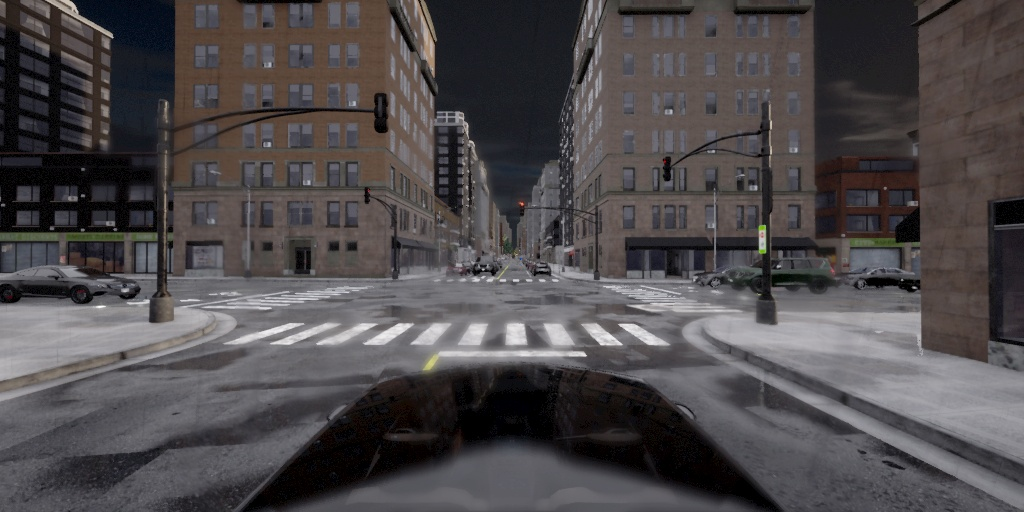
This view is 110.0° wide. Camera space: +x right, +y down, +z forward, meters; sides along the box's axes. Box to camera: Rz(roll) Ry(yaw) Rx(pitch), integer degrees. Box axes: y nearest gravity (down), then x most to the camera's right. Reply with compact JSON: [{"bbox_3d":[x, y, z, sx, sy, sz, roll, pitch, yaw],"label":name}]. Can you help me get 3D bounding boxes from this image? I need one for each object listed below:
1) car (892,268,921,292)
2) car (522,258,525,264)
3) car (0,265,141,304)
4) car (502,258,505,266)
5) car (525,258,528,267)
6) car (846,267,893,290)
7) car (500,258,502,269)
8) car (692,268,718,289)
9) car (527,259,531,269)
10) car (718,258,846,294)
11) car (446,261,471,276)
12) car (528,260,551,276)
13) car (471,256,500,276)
[{"bbox_3d":[25.716,1.551,20.933,4.718,1.301,1.895,0,-1,0],"label":"car"},{"bbox_3d":[3.303,1.316,63.870,1.948,1.339,4.313,0,0,1],"label":"car"},{"bbox_3d":[-17.929,1.106,14.506,4.674,1.442,1.812,0,-1,1],"label":"car"},{"bbox_3d":[-2.525,1.353,58.170,1.895,1.301,4.718,0,0,1],"label":"car"},{"bbox_3d":[3.100,1.303,47.279,2.007,1.370,4.403,0,0,1],"label":"car"},{"bbox_3d":[24.229,1.464,24.189,4.902,1.511,2.128,0,-1,0],"label":"car"},{"bbox_3d":[-2.661,1.258,47.914,1.837,1.490,4.892,0,0,1],"label":"car"},{"bbox_3d":[14.824,1.402,24.245,4.902,1.511,2.128,0,-1,2],"label":"car"},{"bbox_3d":[3.033,1.298,41.749,1.888,1.381,4.507,0,0,1],"label":"car"},{"bbox_3d":[15.614,1.105,20.998,5.566,2.045,2.150,0,-1,0],"label":"car"},{"bbox_3d":[-5.561,1.336,36.319,1.802,1.307,4.207,0,0,1],"label":"car"},{"bbox_3d":[2.965,1.319,36.219,1.948,1.339,4.313,0,0,1],"label":"car"},{"bbox_3d":[-2.784,0.976,37.826,2.150,2.045,5.566,0,0,1],"label":"car"}]
